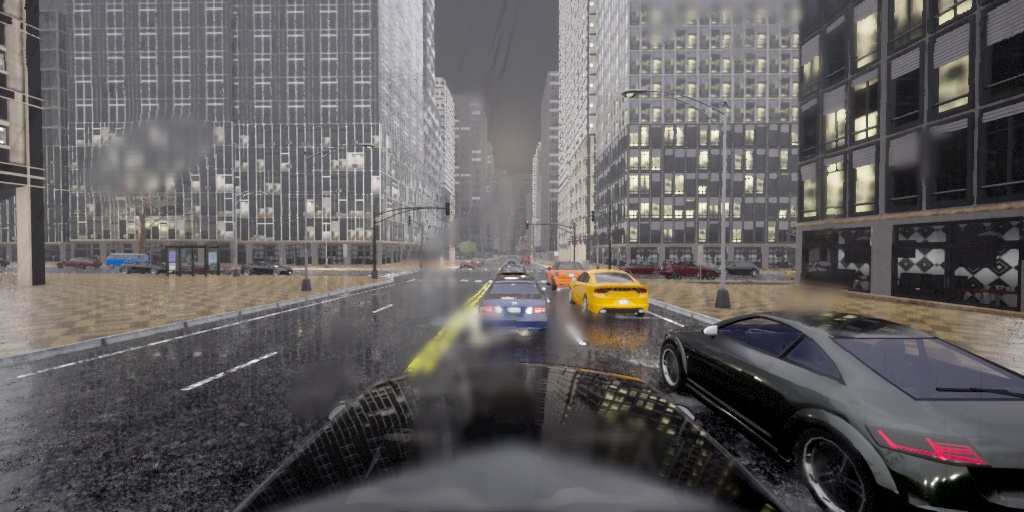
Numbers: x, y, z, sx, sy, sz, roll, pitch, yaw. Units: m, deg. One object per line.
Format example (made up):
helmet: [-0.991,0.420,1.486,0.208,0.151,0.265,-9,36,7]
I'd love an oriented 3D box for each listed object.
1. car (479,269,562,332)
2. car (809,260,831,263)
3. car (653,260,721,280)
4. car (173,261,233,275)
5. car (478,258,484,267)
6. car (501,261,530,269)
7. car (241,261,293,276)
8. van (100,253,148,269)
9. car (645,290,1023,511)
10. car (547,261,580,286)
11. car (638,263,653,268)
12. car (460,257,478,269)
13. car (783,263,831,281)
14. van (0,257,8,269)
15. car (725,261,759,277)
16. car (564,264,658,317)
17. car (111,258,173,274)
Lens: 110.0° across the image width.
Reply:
car: [0.084,1.293,10.778,2.033,1.411,5.357,0,0,1]
car: [32.656,1.355,38.404,4.553,1.767,2.097,0,1,1]
car: [16.137,1.267,32.890,5.009,1.841,2.192,0,0,1]
car: [-28.473,1.136,33.469,4.207,1.307,1.802,0,0,1]
car: [-6.675,1.051,64.304,2.097,1.767,4.553,0,0,0]
car: [0.066,1.231,20.530,2.128,1.511,4.902,0,0,0]
car: [-22.789,1.172,33.346,4.313,1.339,1.948,0,0,1]
van: [-45.361,0.602,42.272,3.998,1.789,1.690,0,0,1]
car: [3.340,1.313,4.099,1.994,1.385,4.181,0,0,0]
car: [3.313,1.091,22.189,2.097,1.767,4.553,0,0,0]
car: [13.894,1.438,38.770,4.718,1.301,1.895,1,1,2]
car: [-6.687,1.275,54.303,1.994,1.385,4.181,0,0,0]
car: [27.586,1.577,32.714,4.829,1.417,1.751,0,0,1]
van: [-51.199,0.685,33.999,3.998,1.789,1.690,0,0,1]
car: [23.787,1.277,38.547,4.553,1.767,2.097,0,1,1]
car: [3.329,1.222,13.184,1.882,1.535,5.008,0,0,0]
car: [-34.154,1.067,33.632,4.313,1.339,1.948,0,0,1]
